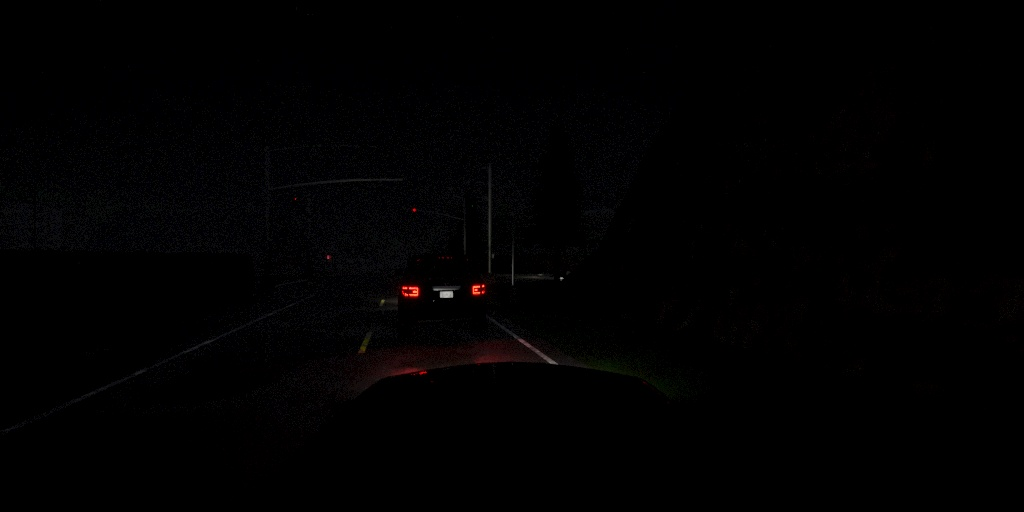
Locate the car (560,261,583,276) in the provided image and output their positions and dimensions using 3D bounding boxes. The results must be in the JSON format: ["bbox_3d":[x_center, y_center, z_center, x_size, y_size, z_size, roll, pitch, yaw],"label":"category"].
[{"bbox_3d":[6.571,1.228,35.306,5.008,1.535,1.882,0,0,-19],"label":"car"}]

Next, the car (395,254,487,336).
[{"bbox_3d":[-2.256,0.971,10.740,2.150,2.045,5.566,0,0,-17],"label":"car"}]
